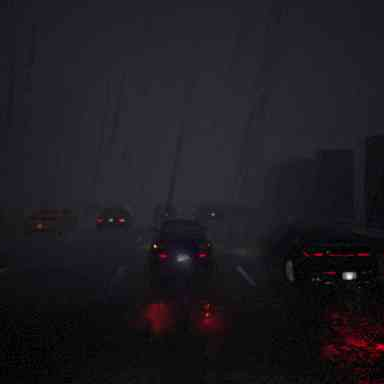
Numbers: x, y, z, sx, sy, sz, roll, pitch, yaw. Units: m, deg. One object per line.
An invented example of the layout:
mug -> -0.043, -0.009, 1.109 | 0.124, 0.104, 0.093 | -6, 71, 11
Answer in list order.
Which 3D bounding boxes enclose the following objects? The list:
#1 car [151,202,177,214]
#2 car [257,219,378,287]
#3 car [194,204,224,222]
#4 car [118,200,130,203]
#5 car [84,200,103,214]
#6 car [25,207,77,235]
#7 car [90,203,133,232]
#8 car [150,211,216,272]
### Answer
car -> -2.432, 1.627, 28.734 | 1.882, 1.535, 5.008 | 0, 0, -9
car -> 3.202, 1.537, 9.456 | 1.837, 1.490, 4.892 | 0, 0, -3
car -> 1.313, 1.691, 27.431 | 1.994, 1.385, 4.181 | 0, 0, -8
car -> -8.241, 1.709, 40.262 | 1.882, 1.535, 5.008 | 0, 0, -12
car -> -11.648, 1.720, 39.461 | 1.882, 1.535, 5.008 | 0, 0, -13
car -> -8.263, 1.611, 19.922 | 1.882, 1.535, 5.008 | 0, 0, -6
car -> -4.900, 1.673, 21.386 | 2.033, 1.411, 5.357 | 0, 0, -7
car -> -0.390, 1.581, 10.953 | 1.812, 1.442, 4.674 | 0, 0, -4
